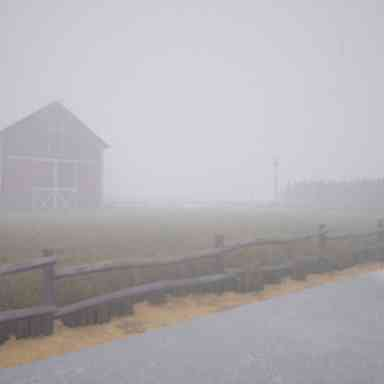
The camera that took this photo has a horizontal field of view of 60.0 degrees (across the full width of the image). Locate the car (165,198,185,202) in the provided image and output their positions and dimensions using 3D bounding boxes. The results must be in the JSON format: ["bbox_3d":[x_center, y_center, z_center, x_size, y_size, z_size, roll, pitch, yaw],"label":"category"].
[{"bbox_3d":[-2.775,1.707,53.805,2.033,1.411,5.357,0,0,-35],"label":"car"}]
